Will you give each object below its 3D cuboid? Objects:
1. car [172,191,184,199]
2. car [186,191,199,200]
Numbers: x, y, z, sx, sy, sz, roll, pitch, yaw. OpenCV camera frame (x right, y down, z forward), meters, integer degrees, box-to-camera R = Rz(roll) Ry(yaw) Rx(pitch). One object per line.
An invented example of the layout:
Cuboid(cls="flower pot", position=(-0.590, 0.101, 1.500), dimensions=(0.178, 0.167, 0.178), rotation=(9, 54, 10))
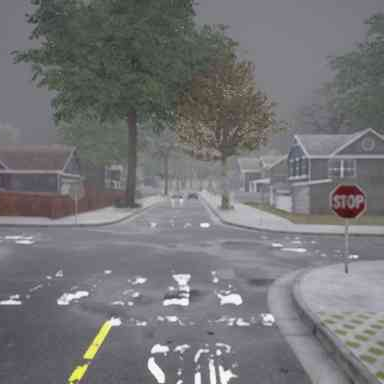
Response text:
Cuboid(cls="car", position=(-2.620, 0.531, 61.385), dimensions=(1.837, 1.490, 4.892), rotation=(0, 1, 0))
Cuboid(cls="car", position=(0.120, 0.603, 56.790), dimensions=(1.837, 1.490, 4.892), rotation=(0, 1, 0))
